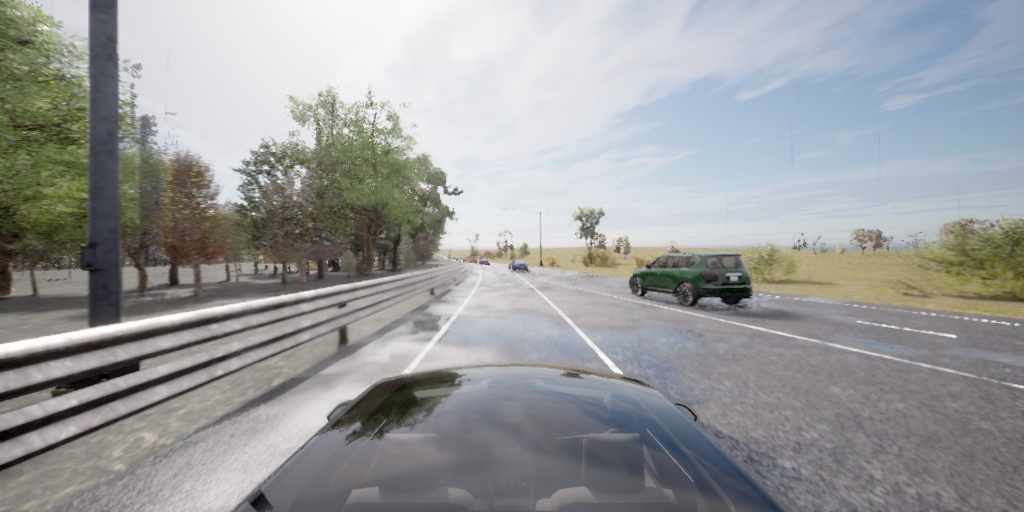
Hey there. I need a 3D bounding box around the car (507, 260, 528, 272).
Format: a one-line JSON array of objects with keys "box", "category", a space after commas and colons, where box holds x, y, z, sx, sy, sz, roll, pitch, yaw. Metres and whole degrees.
[{"box": [0.743, 1.246, 45.293, 1.812, 1.442, 4.674, 0, 0, -12], "category": "car"}]

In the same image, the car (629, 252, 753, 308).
[{"box": [7.119, 0.882, 14.991, 2.150, 2.045, 5.566, 0, 0, -12], "category": "car"}]
